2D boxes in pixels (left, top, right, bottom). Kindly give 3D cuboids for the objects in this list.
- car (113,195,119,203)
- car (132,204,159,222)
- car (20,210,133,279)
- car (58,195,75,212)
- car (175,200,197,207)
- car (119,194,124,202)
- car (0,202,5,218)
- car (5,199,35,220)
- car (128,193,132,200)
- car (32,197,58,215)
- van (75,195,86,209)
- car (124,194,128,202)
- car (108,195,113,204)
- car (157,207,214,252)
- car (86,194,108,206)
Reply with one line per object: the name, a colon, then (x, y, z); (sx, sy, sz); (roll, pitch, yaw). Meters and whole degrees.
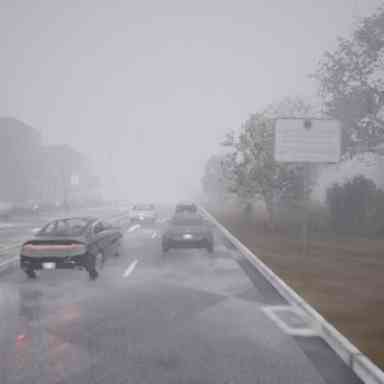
car: (-16.913, 1.558, 67.557); (2.231, 1.521, 4.892); (0, 0, -1)
car: (-3.715, 1.621, 26.413); (1.895, 1.301, 4.718); (0, 0, -1)
car: (-3.375, 1.512, 10.190); (2.128, 1.511, 4.902); (0, 0, -1)
car: (-16.253, 1.426, 39.965); (2.185, 1.767, 4.553); (0, 0, -1)
car: (-0.539, 1.476, 30.414); (1.882, 1.535, 5.008); (0, 0, -1)
car: (-17.046, 1.432, 73.106); (2.185, 1.767, 4.553); (0, 0, -1)
car: (-15.858, 1.549, 23.495); (2.231, 1.521, 4.892); (0, 0, -1)
car: (-15.991, 1.589, 29.014); (2.002, 1.452, 4.674); (0, 0, -1)
car: (-17.311, 1.600, 84.250); (2.002, 1.452, 4.674); (0, 0, -1)
car: (-16.121, 1.425, 34.441); (2.185, 1.767, 4.553); (0, 0, -1)
van: (-16.382, 1.327, 45.341); (1.878, 1.987, 4.442); (0, 0, -1)
car: (-17.177, 1.433, 78.630); (2.185, 1.767, 4.553); (0, 0, -1)
car: (-16.780, 1.556, 62.033); (2.097, 1.535, 5.008); (0, 0, -1)
car: (-0.189, 1.563, 13.930); (1.994, 1.385, 4.181); (0, 0, -1)
car: (-16.651, 1.303, 56.601); (2.435, 2.045, 5.566); (0, 0, -1)
